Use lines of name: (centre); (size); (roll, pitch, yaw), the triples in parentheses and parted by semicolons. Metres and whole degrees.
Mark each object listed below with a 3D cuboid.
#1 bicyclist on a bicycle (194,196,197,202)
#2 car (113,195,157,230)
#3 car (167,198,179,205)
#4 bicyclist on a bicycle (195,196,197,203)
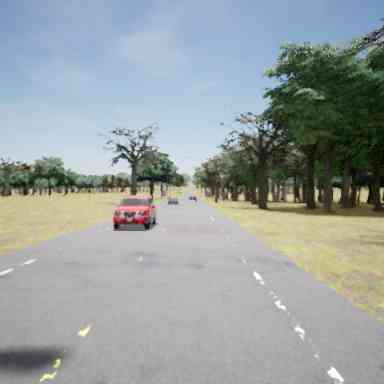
bicyclist on a bicycle: (0.982, 1.748, 86.626); (0.866, 1.612, 1.509); (0, 0, 0)
car: (-3.592, 1.251, 21.843); (2.150, 2.045, 5.566); (0, 0, 0)
car: (-3.506, 1.734, 62.994); (1.994, 1.385, 4.181); (0, 0, 1)
bicyclist on a bicycle: (0.983, 1.705, 77.370); (0.582, 1.620, 1.656); (0, -1, 0)
